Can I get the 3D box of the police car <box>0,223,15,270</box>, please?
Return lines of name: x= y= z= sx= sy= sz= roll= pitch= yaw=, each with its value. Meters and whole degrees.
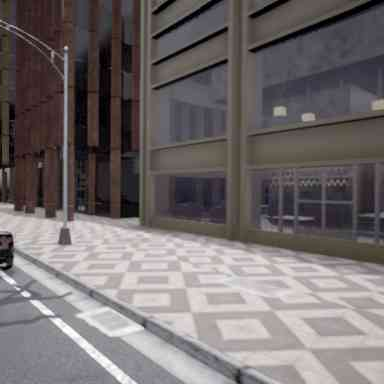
police car: x=-6.741 y=1.299 z=9.782 sx=1.930 sy=1.638 sz=5.238 roll=0 pitch=1 yaw=-41
